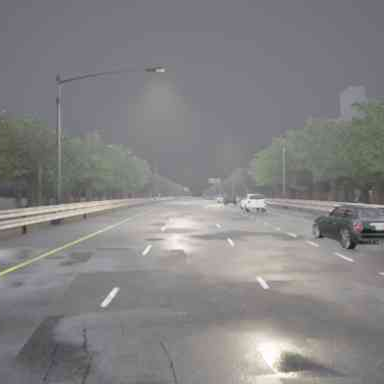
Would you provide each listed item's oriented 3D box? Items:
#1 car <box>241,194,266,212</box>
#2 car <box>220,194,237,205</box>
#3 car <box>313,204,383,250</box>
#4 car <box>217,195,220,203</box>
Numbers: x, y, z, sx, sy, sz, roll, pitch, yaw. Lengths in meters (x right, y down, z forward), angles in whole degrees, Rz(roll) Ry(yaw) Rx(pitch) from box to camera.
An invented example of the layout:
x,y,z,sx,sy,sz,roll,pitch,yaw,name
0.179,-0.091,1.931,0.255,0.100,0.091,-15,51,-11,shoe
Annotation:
x,y,z,sx,sy,sz,roll,pitch,yaw,name
7.052,1.267,38.644,2.150,2.045,5.566,0,0,0,car
7.167,1.459,63.297,2.150,2.045,5.566,0,-1,0,car
7.010,1.356,14.546,2.097,1.767,4.553,0,0,0,car
7.287,1.679,80.430,2.150,2.045,5.566,0,-1,0,car
